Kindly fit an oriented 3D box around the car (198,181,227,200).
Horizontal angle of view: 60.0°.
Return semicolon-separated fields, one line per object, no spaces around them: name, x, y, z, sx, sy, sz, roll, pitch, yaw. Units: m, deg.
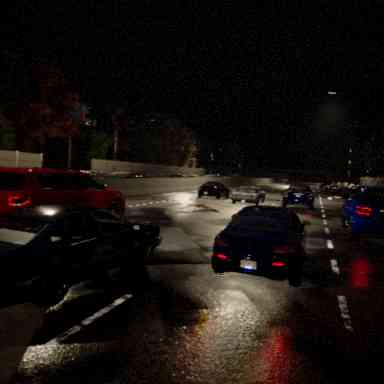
car;1.910;-0.183;28.410;1.812;1.442;4.674;4;4;20

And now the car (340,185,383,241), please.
car;7.337;0.748;13.203;2.150;2.045;5.566;4;4;20

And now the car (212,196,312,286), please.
car;1.854;1.074;8.258;1.812;1.442;4.674;4;4;20

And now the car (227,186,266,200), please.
car;4.316;0.240;24.873;1.895;1.301;4.718;4;4;20

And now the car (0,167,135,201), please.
car;-4.437;0.245;11.310;2.150;2.045;5.566;4;4;20

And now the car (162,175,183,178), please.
car;-2.106;-1.586;48.126;1.994;1.385;4.181;4;4;21

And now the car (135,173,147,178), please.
car;-8.606;-2.146;50.647;1.837;1.490;4.892;4;3;21

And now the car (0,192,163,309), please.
car;-2.460;0.966;6.689;2.033;1.411;5.357;4;4;20

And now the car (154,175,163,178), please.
car;-4.681;-1.952;51.189;1.812;1.442;4.674;4;4;21

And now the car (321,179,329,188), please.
car;31.989;-2.004;79.376;2.150;2.045;5.566;4;4;20

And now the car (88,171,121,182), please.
car;-12.868;-2.244;49.252;2.033;1.411;5.357;4;4;21

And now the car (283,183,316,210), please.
car;7.982;0.197;24.675;2.097;1.767;4.553;4;4;20

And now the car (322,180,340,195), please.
car;20.094;-0.440;47.492;2.128;1.511;4.902;4;4;20
